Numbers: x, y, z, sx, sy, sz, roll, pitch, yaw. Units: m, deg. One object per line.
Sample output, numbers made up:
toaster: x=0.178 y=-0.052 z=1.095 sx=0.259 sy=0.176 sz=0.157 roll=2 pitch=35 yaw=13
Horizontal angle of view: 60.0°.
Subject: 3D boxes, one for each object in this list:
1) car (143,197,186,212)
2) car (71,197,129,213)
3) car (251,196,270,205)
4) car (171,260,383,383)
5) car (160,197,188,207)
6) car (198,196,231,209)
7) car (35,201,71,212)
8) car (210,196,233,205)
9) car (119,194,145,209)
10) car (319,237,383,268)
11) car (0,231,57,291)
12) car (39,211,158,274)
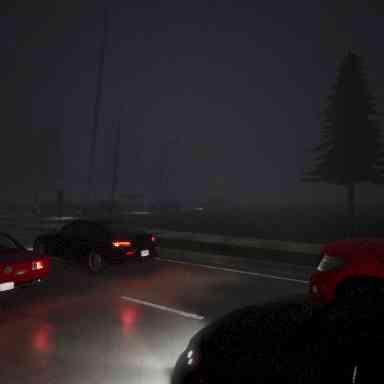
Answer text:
car: x=-3.133 y=1.526 z=38.639 sx=1.812 sy=1.442 sz=4.674 roll=0 pitch=0 yaw=37
car: x=-8.548 y=1.526 z=31.330 sx=1.812 sy=1.442 sz=4.674 roll=0 pitch=0 yaw=36
car: x=12.264 y=1.477 z=59.297 sx=1.882 sy=1.535 sz=5.008 roll=0 pitch=0 yaw=37
car: x=1.853 y=1.564 z=2.657 sx=4.181 sy=1.385 sz=1.994 roll=0 pitch=0 yaw=36
car: x=-2.688 y=1.526 z=50.984 sx=1.812 sy=1.442 sz=4.674 roll=0 pitch=0 yaw=36
car: x=3.042 y=1.547 z=46.981 sx=2.033 sy=1.411 sz=5.357 roll=0 pitch=0 yaw=37
car: x=-14.171 y=1.601 z=35.531 sx=1.895 sy=1.301 sz=4.718 roll=0 pitch=0 yaw=37
car: x=5.456 y=1.477 z=61.897 sx=1.882 sy=1.535 sz=5.008 roll=0 pitch=0 yaw=37
car: x=-8.359 y=1.221 z=43.373 sx=2.150 sy=2.045 sz=5.566 roll=0 pitch=0 yaw=37
car: x=4.712 y=1.222 z=4.904 sx=5.566 sy=2.045 sz=2.150 roll=0 pitch=0 yaw=36
car: x=-5.493 y=1.601 z=7.946 sx=4.718 sy=1.301 sz=1.895 roll=0 pitch=0 yaw=36
car: x=-3.159 y=1.526 z=10.575 sx=4.674 sy=1.442 sz=1.812 roll=0 pitch=0 yaw=36
